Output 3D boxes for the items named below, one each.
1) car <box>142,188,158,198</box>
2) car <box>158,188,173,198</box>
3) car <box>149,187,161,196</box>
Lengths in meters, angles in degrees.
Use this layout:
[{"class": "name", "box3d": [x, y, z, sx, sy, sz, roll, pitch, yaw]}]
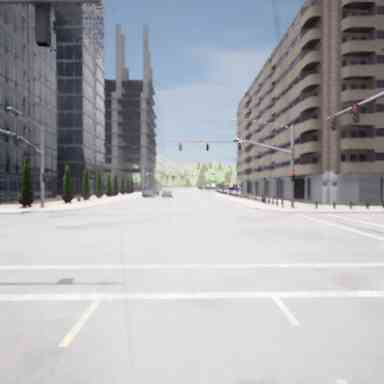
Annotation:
[{"class": "car", "box3d": [-7.896, 0.387, 60.055, 2.033, 1.411, 5.357, 0, 1, -1]}, {"class": "car", "box3d": [-4.433, 0.390, 59.785, 2.033, 1.411, 5.357, 0, 1, 0]}, {"class": "car", "box3d": [-8.086, -0.180, 72.602, 2.097, 1.767, 4.553, 0, 1, -1]}]
